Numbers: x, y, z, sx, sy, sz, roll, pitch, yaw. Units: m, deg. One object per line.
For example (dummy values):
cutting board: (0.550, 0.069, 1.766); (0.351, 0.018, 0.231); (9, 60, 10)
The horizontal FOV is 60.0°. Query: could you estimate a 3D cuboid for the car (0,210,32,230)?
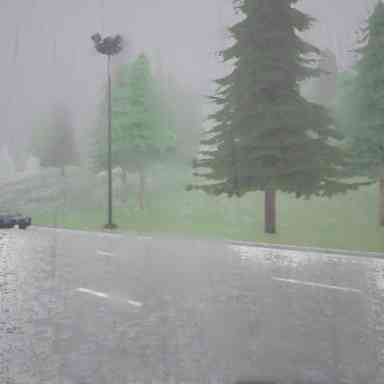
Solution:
car: (-12.479, 1.829, 21.504); (4.718, 1.301, 1.895); (-1, 0, 36)
